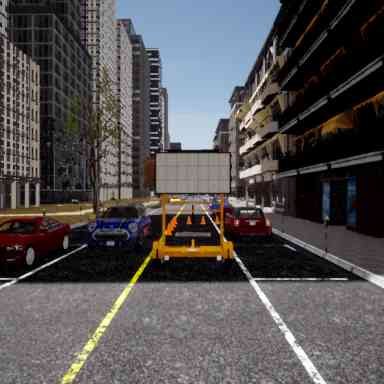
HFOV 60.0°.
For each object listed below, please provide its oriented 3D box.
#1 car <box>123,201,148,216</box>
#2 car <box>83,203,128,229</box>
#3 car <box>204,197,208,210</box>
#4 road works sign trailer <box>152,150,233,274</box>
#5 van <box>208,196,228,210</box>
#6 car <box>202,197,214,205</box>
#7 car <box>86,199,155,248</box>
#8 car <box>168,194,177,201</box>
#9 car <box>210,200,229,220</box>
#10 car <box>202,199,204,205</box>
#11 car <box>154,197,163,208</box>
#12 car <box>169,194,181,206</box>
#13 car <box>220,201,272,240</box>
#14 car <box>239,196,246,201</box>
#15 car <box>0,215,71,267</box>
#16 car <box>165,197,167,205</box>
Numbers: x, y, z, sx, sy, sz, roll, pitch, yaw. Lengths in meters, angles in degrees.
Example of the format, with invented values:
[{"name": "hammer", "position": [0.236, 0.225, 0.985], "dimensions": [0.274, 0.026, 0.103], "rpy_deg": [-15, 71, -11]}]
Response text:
[{"name": "car", "position": [-5.595, 1.597, 33.540], "dimensions": [1.802, 1.307, 4.206], "rpy_deg": [0, 0, 0]}, {"name": "car", "position": [-5.627, 1.532, 22.304], "dimensions": [1.752, 1.417, 4.829], "rpy_deg": [0, 0, 0]}, {"name": "car", "position": [2.802, 1.460, 39.047], "dimensions": [1.967, 1.590, 4.097], "rpy_deg": [0, 0, 0]}, {"name": "road works sign trailer", "position": [0.028, 0.466, 10.594], "dimensions": [2.380, 3.560, 2.880], "rpy_deg": [0, 0, 0]}, {"name": "van", "position": [2.786, 1.357, 33.514], "dimensions": [1.690, 1.788, 3.998], "rpy_deg": [0, 0, 0]}, {"name": "car", "position": [2.867, 1.594, 61.178], "dimensions": [2.008, 1.369, 4.403], "rpy_deg": [0, 0, 0]}, {"name": "car", "position": [-3.059, 1.355, 14.759], "dimensions": [2.097, 1.767, 4.553], "rpy_deg": [0, 0, 0]}, {"name": "car", "position": [-5.419, 1.415, 93.591], "dimensions": [2.192, 1.841, 5.009], "rpy_deg": [0, 0, 0]}, {"name": "car", "position": [2.769, 1.593, 27.982], "dimensions": [1.802, 1.307, 4.206], "rpy_deg": [0, 0, 0]}, {"name": "car", "position": [2.835, 1.581, 50.112], "dimensions": [2.008, 1.369, 4.403], "rpy_deg": [0, 0, 0]}, {"name": "car", "position": [-5.546, 1.555, 49.967], "dimensions": [1.752, 1.417, 4.829], "rpy_deg": [0, 0, 0]}, {"name": "car", "position": [-2.832, 1.516, 57.794], "dimensions": [1.882, 1.535, 5.008], "rpy_deg": [0, 0, 0]}, {"name": "car", "position": [2.737, 1.444, 16.916], "dimensions": [1.967, 1.590, 4.097], "rpy_deg": [0, 0, 0]}, {"name": "car", "position": [13.661, 1.414, 80.552], "dimensions": [4.403, 1.369, 2.008], "rpy_deg": [-1, 1, 0]}, {"name": "car", "position": [-5.660, 1.547, 11.409], "dimensions": [1.887, 1.381, 4.507], "rpy_deg": [0, 0, 0]}, {"name": "car", "position": [-5.513, 1.588, 61.203], "dimensions": [1.887, 1.381, 4.507], "rpy_deg": [0, 0, 0]}]
